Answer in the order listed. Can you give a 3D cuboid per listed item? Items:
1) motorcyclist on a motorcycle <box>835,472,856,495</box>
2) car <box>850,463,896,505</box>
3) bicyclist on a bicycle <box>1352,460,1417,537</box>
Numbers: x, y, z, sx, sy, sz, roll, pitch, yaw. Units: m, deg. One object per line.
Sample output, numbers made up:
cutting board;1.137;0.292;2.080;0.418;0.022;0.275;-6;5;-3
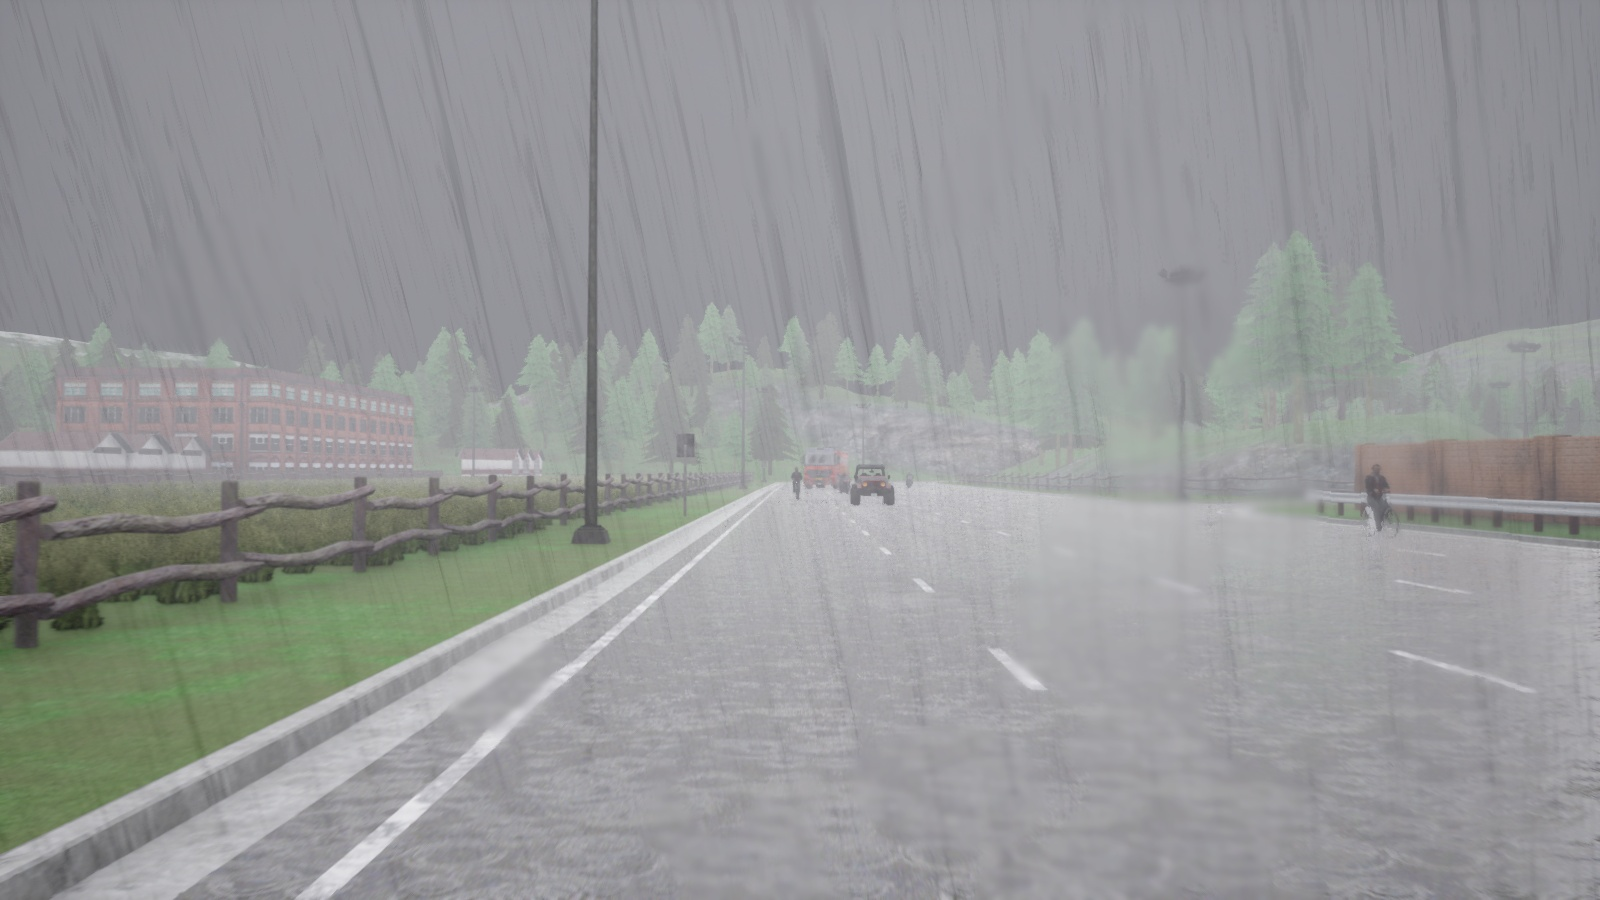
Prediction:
motorcyclist on a motorcycle;3.094;2.278;85.997;0.866;1.530;2.191;-1;-1;-12
car;3.357;1.576;58.478;1.905;1.878;3.866;0;-1;0
bicyclist on a bicycle;13.926;1.131;29.976;0.659;1.776;1.843;0;-1;0
